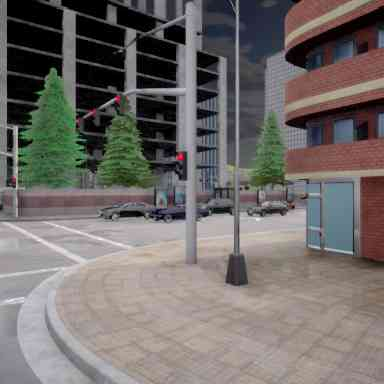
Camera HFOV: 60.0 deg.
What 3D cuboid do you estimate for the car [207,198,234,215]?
[{"bbox_3d":[2.207,1.407,32.896,4.553,1.767,2.097,0,0,-35],"label":"car"}]

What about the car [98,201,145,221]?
[{"bbox_3d":[-5.283,1.547,27.608,4.902,1.511,2.128,0,0,-35],"label":"car"}]

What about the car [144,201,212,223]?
[{"bbox_3d":[-1.021,1.656,26.332,4.718,1.301,1.895,0,0,-35],"label":"car"}]

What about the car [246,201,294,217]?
[{"bbox_3d":[7.364,1.581,32.248,4.674,1.442,1.812,0,0,-35],"label":"car"}]
